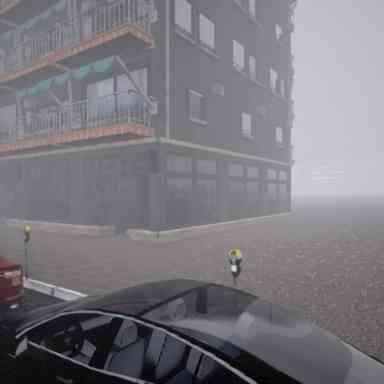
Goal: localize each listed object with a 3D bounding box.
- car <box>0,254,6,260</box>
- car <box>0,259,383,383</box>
[{"bbox_3d":[-5.063,1.545,6.470,4.507,1.381,1.887,0,0,35],"label":"car"},{"bbox_3d":[-0.469,1.566,3.205,4.313,1.339,1.947,0,0,35],"label":"car"}]
